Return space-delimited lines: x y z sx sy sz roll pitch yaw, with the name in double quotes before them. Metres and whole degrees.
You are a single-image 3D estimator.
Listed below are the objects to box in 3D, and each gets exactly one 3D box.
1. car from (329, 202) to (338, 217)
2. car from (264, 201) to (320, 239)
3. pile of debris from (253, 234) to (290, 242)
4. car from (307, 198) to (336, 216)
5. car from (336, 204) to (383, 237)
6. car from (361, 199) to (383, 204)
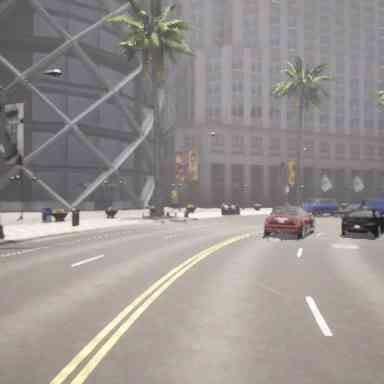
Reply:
"car" 17.341 2.033 34.931 5.357 1.411 2.033 1 -1 -27
"car" 5.858 1.614 19.586 2.097 1.767 4.553 0 -1 30
"pile of debris" 4.201 2.405 17.441 1.500 0.140 1.860 0 -1 27
"car" 13.829 1.724 36.987 5.566 2.045 2.150 1 -1 -29
"car" 10.388 1.758 20.043 1.882 1.535 5.008 0 -1 36
"car" 17.950 1.661 31.022 5.566 2.045 2.150 0 -1 -29
